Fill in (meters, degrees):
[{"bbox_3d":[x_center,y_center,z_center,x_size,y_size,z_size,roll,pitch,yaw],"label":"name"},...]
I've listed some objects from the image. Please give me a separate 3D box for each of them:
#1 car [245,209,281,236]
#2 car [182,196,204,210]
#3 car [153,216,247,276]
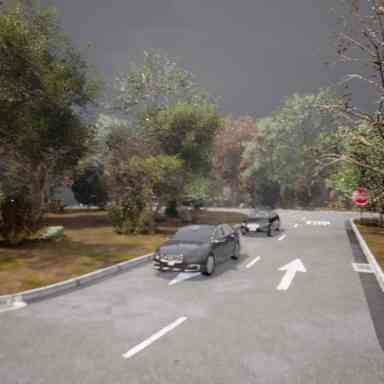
[{"bbox_3d":[4.522,1.899,21.605,2.128,1.511,4.902,-1,0,24],"label":"car"},{"bbox_3d":[-1.055,1.493,47.950,5.566,2.045,2.150,0,-1,22],"label":"car"},{"bbox_3d":[0.369,1.899,12.147,1.837,1.490,4.892,-1,-1,25],"label":"car"}]
